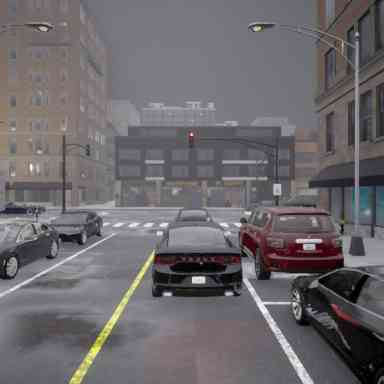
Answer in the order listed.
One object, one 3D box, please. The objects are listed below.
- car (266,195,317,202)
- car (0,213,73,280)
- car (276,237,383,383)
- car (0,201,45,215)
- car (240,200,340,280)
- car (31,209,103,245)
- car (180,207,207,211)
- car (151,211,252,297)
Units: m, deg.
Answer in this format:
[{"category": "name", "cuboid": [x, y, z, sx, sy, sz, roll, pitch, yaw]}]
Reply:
[{"category": "car", "cuboid": [11.030, 1.284, 34.487, 5.566, 2.045, 2.150, 0, 0, -3]}, {"category": "car", "cuboid": [-5.400, 1.550, 9.831, 2.008, 1.369, 4.403, 0, 0, 0]}, {"category": "car", "cuboid": [2.631, 1.566, 4.178, 1.947, 1.339, 4.313, 0, 0, 0]}, {"category": "car", "cuboid": [-16.201, 1.529, 30.979, 4.718, 1.301, 1.895, 0, 0, 0]}, {"category": "car", "cuboid": [2.625, 1.314, 9.840, 2.192, 1.841, 5.009, 0, 0, 0]}, {"category": "car", "cuboid": [-5.406, 1.565, 15.493, 1.947, 1.339, 4.313, 0, 0, 0]}, {"category": "car", "cuboid": [0.062, 1.504, 16.162, 1.837, 1.490, 4.892, 0, 0, 0]}, {"category": "car", "cuboid": [0.064, 1.477, 8.632, 1.882, 1.535, 5.008, 0, 0, -1]}]
